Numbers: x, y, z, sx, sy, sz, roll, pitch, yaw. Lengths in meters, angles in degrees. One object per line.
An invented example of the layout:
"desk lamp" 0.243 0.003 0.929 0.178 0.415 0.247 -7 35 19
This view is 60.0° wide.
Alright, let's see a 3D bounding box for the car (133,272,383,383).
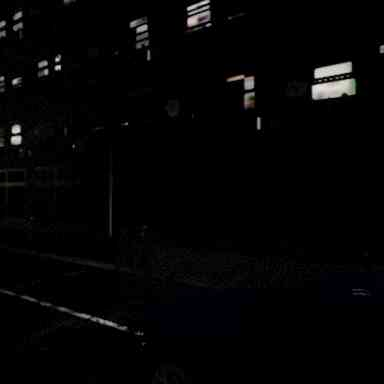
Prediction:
"car" 1.679 1.538 3.078 5.008 1.535 1.882 0 -1 33
